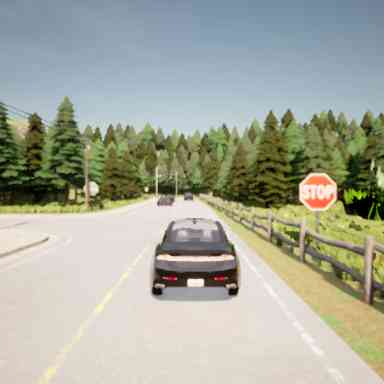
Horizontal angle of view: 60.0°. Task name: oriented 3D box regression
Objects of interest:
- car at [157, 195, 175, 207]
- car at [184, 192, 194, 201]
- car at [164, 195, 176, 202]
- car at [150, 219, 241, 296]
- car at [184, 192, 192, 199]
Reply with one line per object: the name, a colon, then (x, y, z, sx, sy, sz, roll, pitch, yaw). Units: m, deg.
car: (-3.667, 1.243, 45.294, 1.994, 1.385, 4.181, 0, 0, 0)
car: (-0.655, 1.060, 67.087, 1.812, 1.442, 4.674, 0, 0, -2)
car: (-4.033, 1.178, 61.042, 1.895, 1.301, 4.718, 0, 0, -1)
car: (0.075, 1.431, 8.483, 2.128, 1.511, 4.902, 0, 0, 0)
car: (-0.942, 0.830, 77.383, 1.837, 1.490, 4.892, 0, 0, -2)
